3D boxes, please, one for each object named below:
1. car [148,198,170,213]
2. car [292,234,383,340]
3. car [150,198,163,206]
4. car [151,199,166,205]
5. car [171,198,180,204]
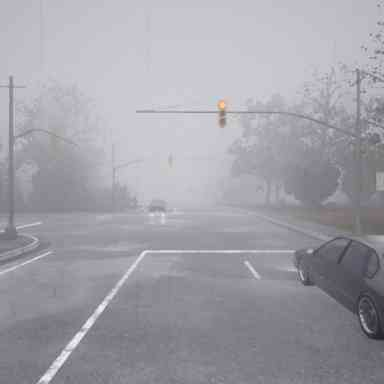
[{"bbox_3d":[-3.868,1.577,38.027,2.033,1.411,5.357,0,0,-2],"label":"car"},{"bbox_3d":[3.592,1.547,6.458,2.033,1.411,5.357,0,0,0],"label":"car"},{"bbox_3d":[-7.419,2.075,69.043,2.128,1.511,4.902,0,-1,-13],"label":"car"},{"bbox_3d":[-8.315,2.405,83.071,2.033,1.411,5.357,0,-1,-25],"label":"car"},{"bbox_3d":[-4.535,2.189,83.014,2.097,1.767,4.553,0,-1,-22],"label":"car"}]
